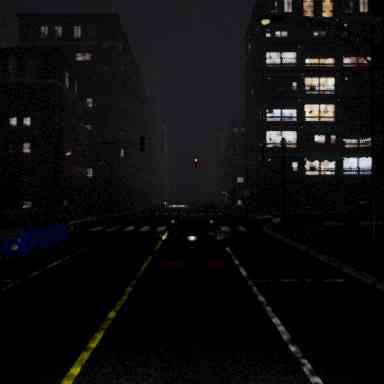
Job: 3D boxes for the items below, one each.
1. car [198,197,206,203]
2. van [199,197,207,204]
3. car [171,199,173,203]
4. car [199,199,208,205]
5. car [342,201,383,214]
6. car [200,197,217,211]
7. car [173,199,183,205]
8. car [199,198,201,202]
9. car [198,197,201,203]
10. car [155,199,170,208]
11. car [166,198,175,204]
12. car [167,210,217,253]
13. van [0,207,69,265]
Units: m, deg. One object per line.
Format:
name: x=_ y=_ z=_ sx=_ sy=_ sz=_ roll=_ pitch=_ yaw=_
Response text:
car: x=2.698 y=2.223 z=94.027 sx=2.192 sy=1.841 sz=5.009 roll=0 pitch=-1 yaw=0
van: x=2.697 y=2.138 z=82.959 sx=1.690 sy=1.788 sz=3.998 roll=0 pitch=-1 yaw=0
car: x=-5.685 y=2.253 z=71.891 sx=1.947 sy=1.339 sz=4.313 roll=0 pitch=-1 yaw=0
car: x=2.696 y=2.323 z=77.423 sx=1.802 sy=1.307 sz=4.206 roll=0 pitch=-1 yaw=0
car: x=18.260 y=1.594 z=35.308 sx=4.313 sy=1.339 sz=1.947 roll=-1 pitch=0 yaw=0
car: x=2.695 y=1.912 z=49.754 sx=1.967 sy=1.590 sz=4.097 roll=0 pitch=-1 yaw=0
car: x=-2.996 y=2.302 z=73.930 sx=1.895 sy=1.301 sz=4.718 roll=0 pitch=-1 yaw=0
car: x=2.695 y=2.076 z=55.287 sx=2.008 sy=1.369 sz=4.403 roll=0 pitch=-1 yaw=0
car: x=2.696 y=2.269 z=71.889 sx=1.802 sy=1.307 sz=4.206 roll=0 pitch=-1 yaw=0
car: x=-5.686 y=2.130 z=60.822 sx=2.008 sy=1.369 sz=4.403 roll=0 pitch=-1 yaw=0
car: x=-5.684 y=2.397 z=88.492 sx=1.887 sy=1.381 sz=4.507 roll=0 pitch=-1 yaw=0
car: x=0.008 y=1.699 z=14.336 sx=1.994 sy=1.385 sz=4.181 roll=0 pitch=0 yaw=0
van: x=-5.799 y=1.453 z=11.862 sx=1.690 sy=1.788 sz=3.998 roll=0 pitch=-1 yaw=0
